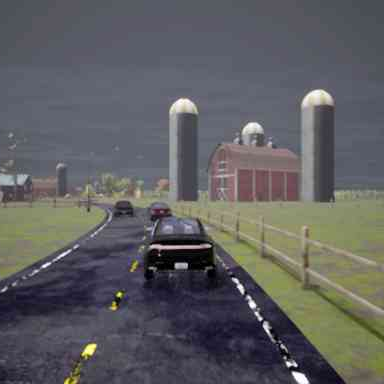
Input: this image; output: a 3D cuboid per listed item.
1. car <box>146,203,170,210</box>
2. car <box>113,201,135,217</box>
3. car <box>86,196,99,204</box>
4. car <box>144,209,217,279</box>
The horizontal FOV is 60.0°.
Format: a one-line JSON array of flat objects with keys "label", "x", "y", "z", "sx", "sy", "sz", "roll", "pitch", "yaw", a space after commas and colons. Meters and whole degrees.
[{"label": "car", "x": -2.895, "y": 1.632, "z": 28.942, "sx": 2.033, "sy": 1.411, "sz": 5.357, "roll": 0, "pitch": 0, "yaw": -11}, {"label": "car", "x": -6.700, "y": 1.583, "z": 32.536, "sx": 1.882, "sy": 1.535, "sz": 5.008, "roll": 0, "pitch": 0, "yaw": -13}, {"label": "car", "x": -21.345, "y": 1.601, "z": 71.139, "sx": 2.097, "sy": 1.767, "sz": 4.553, "roll": 0, "pitch": 0, "yaw": -28}, {"label": "car", "x": -0.410, "y": 1.514, "z": 10.181, "sx": 2.128, "sy": 1.511, "sz": 4.902, "roll": 0, "pitch": 0, "yaw": -4}]
